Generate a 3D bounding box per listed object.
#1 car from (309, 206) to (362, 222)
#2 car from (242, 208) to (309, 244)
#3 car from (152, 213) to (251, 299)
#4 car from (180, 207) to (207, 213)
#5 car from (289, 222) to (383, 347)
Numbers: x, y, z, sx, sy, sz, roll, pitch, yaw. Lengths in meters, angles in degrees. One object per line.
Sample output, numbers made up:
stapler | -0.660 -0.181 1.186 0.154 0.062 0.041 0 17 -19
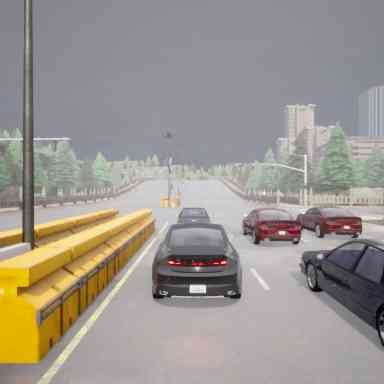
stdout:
car | 7.087 1.478 17.697 1.882 1.535 5.008 0 0 0
car | 3.589 1.478 15.709 1.882 1.535 5.008 0 0 0
car | 0.097 1.505 8.439 1.837 1.490 4.892 0 0 0
car | 0.087 1.547 18.170 2.033 1.411 5.357 0 0 0
car | 3.591 1.547 5.883 2.033 1.411 5.357 0 0 0
